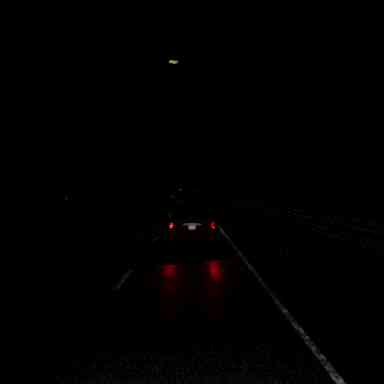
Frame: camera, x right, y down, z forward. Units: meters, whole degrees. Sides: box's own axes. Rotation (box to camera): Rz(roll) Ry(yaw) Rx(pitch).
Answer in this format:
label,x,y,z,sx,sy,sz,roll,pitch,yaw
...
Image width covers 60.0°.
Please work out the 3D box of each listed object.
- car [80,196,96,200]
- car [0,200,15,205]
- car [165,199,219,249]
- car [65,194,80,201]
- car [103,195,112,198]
label,x,y,z,sx,sy,sz,roll,pitch,yaw
car,-20.986,1.498,68.759,1.994,1.385,4.181,0,0,0
car,-20.992,1.535,35.588,2.033,1.411,5.357,0,0,0
car,0.003,1.352,14.669,2.097,1.767,4.553,0,0,0
car,-24.485,1.298,68.790,2.097,1.767,4.553,0,0,0
car,-17.486,1.474,68.758,2.128,1.511,4.902,0,0,0
